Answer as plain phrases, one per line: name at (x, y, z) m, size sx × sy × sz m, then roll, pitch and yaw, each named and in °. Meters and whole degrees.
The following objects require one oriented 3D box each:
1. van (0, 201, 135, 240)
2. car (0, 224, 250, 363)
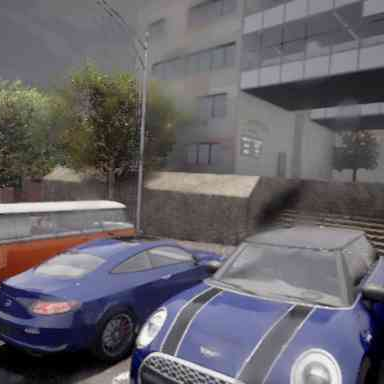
van at (-3.165, 1.222, 7.681) m, size 1.878 × 1.987 × 4.442 m, roll 0°, pitch 0°, yaw 35°
car at (-0.961, 1.501, 5.963) m, size 2.002 × 1.452 × 4.674 m, roll 0°, pitch 0°, yaw 35°
